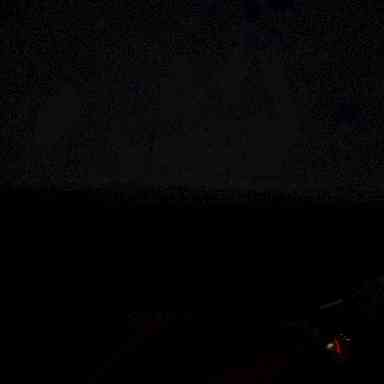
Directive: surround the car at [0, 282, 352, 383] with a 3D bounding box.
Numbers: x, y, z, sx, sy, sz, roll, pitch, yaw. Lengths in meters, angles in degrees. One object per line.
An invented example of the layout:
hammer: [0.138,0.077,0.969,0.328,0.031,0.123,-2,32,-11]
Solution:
car: [-0.575,1.562,2.660,4.181,1.385,1.994,0,0,-35]
